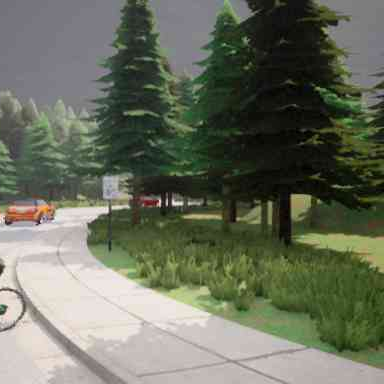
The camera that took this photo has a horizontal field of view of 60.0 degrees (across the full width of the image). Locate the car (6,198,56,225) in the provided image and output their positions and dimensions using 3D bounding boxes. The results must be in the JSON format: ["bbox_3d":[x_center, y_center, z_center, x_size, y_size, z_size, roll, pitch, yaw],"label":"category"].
[{"bbox_3d":[-10.874,1.214,22.763,2.097,1.767,4.553,0,0,-9],"label":"car"}]

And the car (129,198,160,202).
[{"bbox_3d":[-6.087,1.290,43.446,1.882,1.535,5.008,0,0,33],"label":"car"}]

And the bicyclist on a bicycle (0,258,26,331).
[{"bbox_3d":[-3.343,1.376,4.915,1.656,1.620,0.582,1,0,-39],"label":"bicyclist on a bicycle"}]
